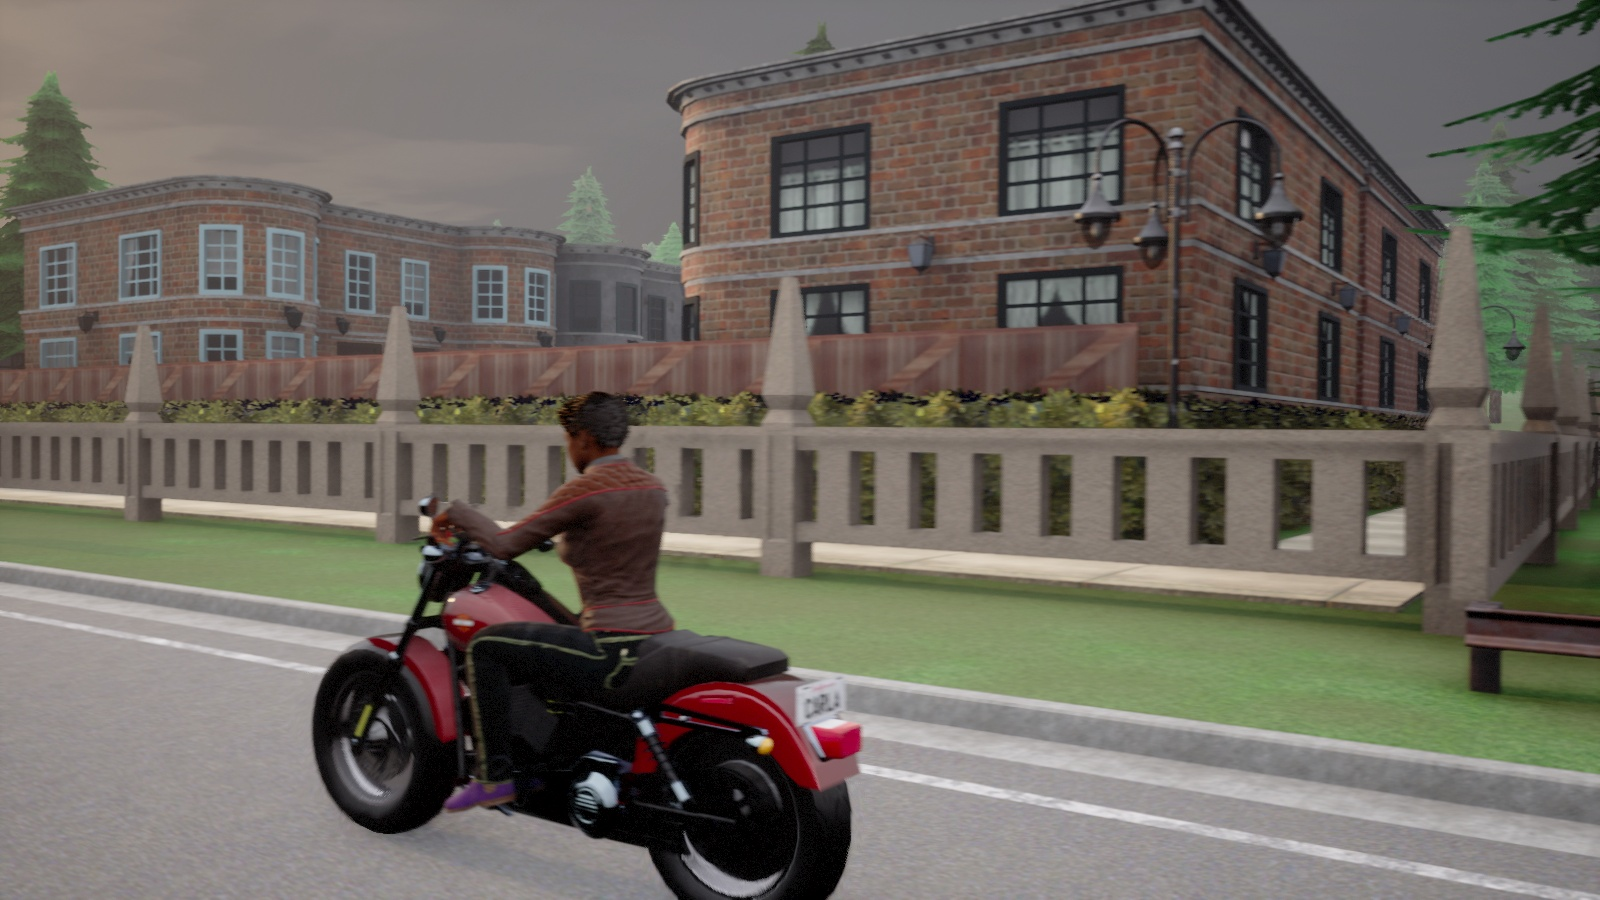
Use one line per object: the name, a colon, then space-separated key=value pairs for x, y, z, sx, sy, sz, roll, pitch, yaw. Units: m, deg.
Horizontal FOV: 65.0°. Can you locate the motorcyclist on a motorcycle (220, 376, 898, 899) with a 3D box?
motorcyclist on a motorcycle: x=-0.896 y=0.632 z=4.217 sx=2.350 sy=1.649 sz=0.766 roll=0 pitch=1 yaw=34
